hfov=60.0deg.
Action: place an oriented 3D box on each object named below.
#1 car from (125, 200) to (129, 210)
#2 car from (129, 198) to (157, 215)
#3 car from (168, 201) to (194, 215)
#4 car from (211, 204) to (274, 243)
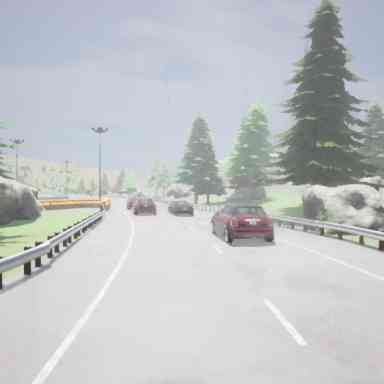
[{"bbox_3d":[-7.495,1.499,43.298,1.837,1.490,4.892,0,0,-16],"label":"car"},{"bbox_3d":[-4.870,1.348,33.616,2.097,1.767,4.553,0,0,-14],"label":"car"},{"bbox_3d":[-1.186,1.559,33.333,1.994,1.385,4.181,0,0,-14],"label":"car"},{"bbox_3d":[2.300,1.351,16.217,2.097,1.767,4.553,0,0,-7],"label":"car"}]
